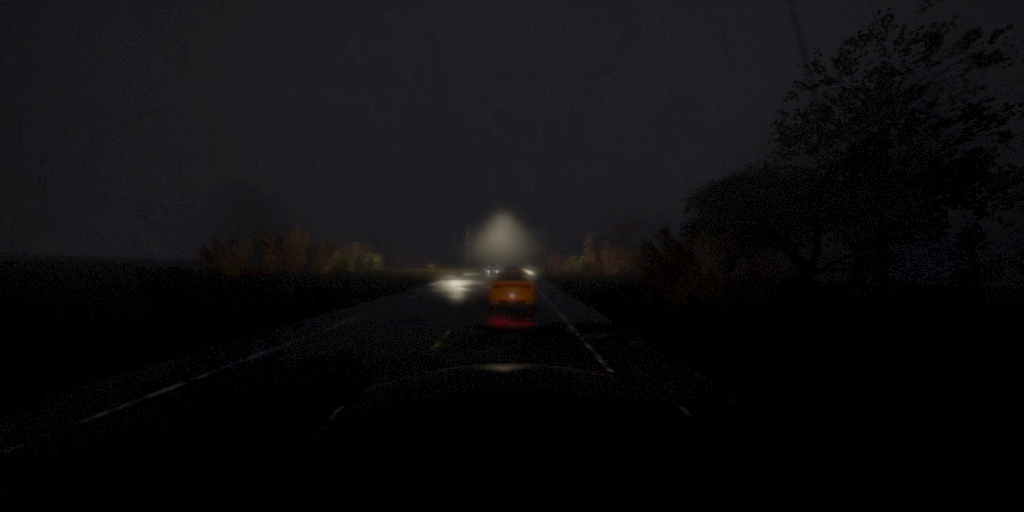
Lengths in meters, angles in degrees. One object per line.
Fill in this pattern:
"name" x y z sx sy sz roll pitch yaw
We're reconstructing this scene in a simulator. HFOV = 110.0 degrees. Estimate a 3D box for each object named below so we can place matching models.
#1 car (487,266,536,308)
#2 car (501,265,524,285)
"car" 0.028 1.378 16.103 1.882 1.535 5.008 0 0 0
"car" 0.028 1.582 30.751 1.812 1.442 4.674 0 0 0
